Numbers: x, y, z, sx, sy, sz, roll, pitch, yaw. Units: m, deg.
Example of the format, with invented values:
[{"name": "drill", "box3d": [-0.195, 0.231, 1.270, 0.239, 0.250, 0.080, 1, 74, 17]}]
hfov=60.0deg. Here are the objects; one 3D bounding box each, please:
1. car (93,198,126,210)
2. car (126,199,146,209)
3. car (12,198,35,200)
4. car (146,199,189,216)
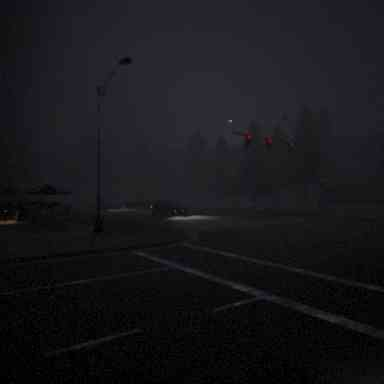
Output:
[{"name": "car", "box3d": [-10.974, 1.467, 42.714, 4.674, 1.442, 1.812, 1, 0, 41]}, {"name": "car", "box3d": [-6.990, 1.539, 43.975, 1.895, 1.301, 4.718, 0, 0, -43]}, {"name": "car", "box3d": [-24.840, 1.150, 49.921, 4.181, 1.385, 1.994, 0, 0, 10]}, {"name": "car", "box3d": [-2.184, 1.444, 31.793, 1.837, 1.490, 4.892, 0, 0, -36]}]
